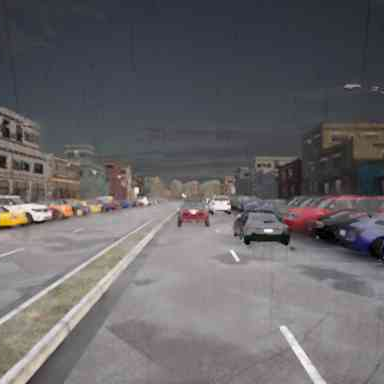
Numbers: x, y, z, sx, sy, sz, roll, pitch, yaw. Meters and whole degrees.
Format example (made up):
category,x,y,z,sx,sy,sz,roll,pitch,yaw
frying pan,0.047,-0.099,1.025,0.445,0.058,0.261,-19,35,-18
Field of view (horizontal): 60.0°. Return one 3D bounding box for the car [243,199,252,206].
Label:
category,x,y,z,sx,sy,sz,roll,pitch,yaw
car,7.630,1.622,31.060,5.008,1.535,2.097,0,-1,0

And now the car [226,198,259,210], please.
category,x,y,z,sx,sy,sz,roll,pitch,yaw
car,7.602,1.822,50.360,4.553,1.767,2.185,0,-1,0

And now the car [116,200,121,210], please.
category,x,y,z,sx,sy,sz,roll,pitch,yaw
car,-12.770,1.862,45.302,5.008,1.535,2.097,0,-1,0

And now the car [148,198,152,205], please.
category,x,y,z,sx,sy,sz,roll,pitch,yaw
car,-12.739,2.215,75.996,5.566,2.045,2.435,0,-1,0

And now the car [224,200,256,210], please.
category,x,y,z,sx,sy,sz,roll,pitch,yaw
car,7.662,2.027,53.114,4.792,1.488,2.163,0,-1,0

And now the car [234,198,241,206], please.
category,x,y,z,sx,sy,sz,roll,pitch,yaw
car,7.632,1.797,39.330,4.674,1.452,2.002,0,-1,0

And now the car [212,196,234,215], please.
category,x,y,z,sx,sy,sz,roll,pitch,yaw
car,3.095,1.477,37.962,2.150,2.045,5.566,0,-1,0

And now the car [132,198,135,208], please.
category,x,y,z,sx,sy,sz,roll,pitch,yaw
car,-12.751,2.071,56.542,4.892,1.521,2.231,0,-1,0

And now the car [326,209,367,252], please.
category,x,y,z,sx,sy,sz,roll,pitch,yaw
car,7.667,1.489,11.778,4.792,1.488,2.163,0,0,0

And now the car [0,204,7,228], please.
category,x,y,z,sx,sy,sz,roll,pitch,yaw
car,-12.812,1.503,17.529,4.674,1.452,2.002,0,0,0

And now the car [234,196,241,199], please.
category,x,y,z,sx,sy,sz,roll,pitch,yaw
car,7.662,1.552,42.092,5.566,2.045,2.435,0,-1,0

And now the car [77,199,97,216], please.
category,x,y,z,sx,sy,sz,roll,pitch,yaw
car,-12.791,1.673,34.313,4.892,1.521,2.231,0,-1,0

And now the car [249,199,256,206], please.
category,x,y,z,sx,sy,sz,roll,pitch,yaw
car,7.451,1.540,25.548,5.366,1.575,1.946,0,-1,0

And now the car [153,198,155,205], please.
category,x,y,z,sx,sy,sz,roll,pitch,yaw
car,-12.666,2.679,84.325,4.792,1.488,2.163,0,-1,0

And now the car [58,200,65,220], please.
category,x,y,z,sx,sy,sz,roll,pitch,yaw
car,-12.798,1.580,25.855,4.674,1.452,2.002,0,-1,0

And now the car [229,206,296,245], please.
category,x,y,z,sx,sy,sz,roll,pitch,yaw
car,3.098,1.549,15.467,1.994,1.385,4.181,0,0,0

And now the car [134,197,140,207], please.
category,x,y,z,sx,sy,sz,roll,pitch,yaw
car,-12.765,2.206,61.974,4.792,1.488,2.163,0,-1,0

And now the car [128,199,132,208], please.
category,x,y,z,sx,sy,sz,roll,pitch,yaw
car,-12.745,2.018,53.764,5.008,1.535,2.097,0,-1,0

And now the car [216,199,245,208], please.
category,x,y,z,sx,sy,sz,roll,pitch,yaw
car,7.445,2.210,64.141,5.366,1.575,1.946,0,-1,0

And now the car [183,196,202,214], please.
category,x,y,z,sx,sy,sz,roll,pitch,yaw
car,0.088,1.530,41.122,2.150,2.045,5.566,0,-1,0

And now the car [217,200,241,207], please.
category,x,y,z,sx,sy,sz,roll,pitch,yaw
car,7.653,2.357,69.659,4.792,1.488,2.163,0,-1,0

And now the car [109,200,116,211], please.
category,x,y,z,sx,sy,sz,roll,pitch,yaw
car,-12.741,1.843,42.524,4.792,1.488,2.163,0,-1,0

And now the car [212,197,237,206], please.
category,x,y,z,sx,sy,sz,roll,pitch,yaw
car,7.578,2.257,77.933,5.566,2.045,2.435,0,-1,0

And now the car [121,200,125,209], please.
category,x,y,z,sx,sy,sz,roll,pitch,yaw
car,-12.754,1.914,48.082,4.892,1.521,2.231,0,-1,0

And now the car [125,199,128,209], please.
category,x,y,z,sx,sy,sz,roll,pitch,yaw
car,-12.784,1.993,50.859,4.792,1.488,2.163,0,-1,0

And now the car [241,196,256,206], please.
category,x,y,z,sx,sy,sz,roll,pitch,yaw
car,7.666,1.542,33.819,4.553,1.767,2.185,0,-1,0

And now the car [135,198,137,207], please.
category,x,y,z,sx,sy,sz,roll,pitch,yaw
car,-12.738,2.162,59.195,4.674,1.452,2.002,0,-1,0

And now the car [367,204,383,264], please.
category,x,y,z,sx,sy,sz,roll,pitch,yaw
car,7.670,1.334,9.020,4.553,1.767,2.185,0,0,0

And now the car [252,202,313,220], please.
category,x,y,z,sx,sy,sz,roll,pitch,yaw
car,7.633,1.622,28.305,4.674,1.452,2.002,0,-1,0

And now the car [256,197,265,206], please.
category,x,y,z,sx,sy,sz,roll,pitch,yaw
car,7.609,1.263,22.798,5.566,2.045,2.435,0,-1,0

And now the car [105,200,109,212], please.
category,x,y,z,sx,sy,sz,roll,pitch,yaw
car,-12.747,1.640,39.756,4.553,1.767,2.185,0,-1,0

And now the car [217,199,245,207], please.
category,x,y,z,sx,sy,sz,roll,pitch,yaw
car,7.815,2.266,66.904,5.366,1.575,1.946,0,-1,0

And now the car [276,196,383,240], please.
category,x,y,z,sx,sy,sz,roll,pitch,yaw
car,7.609,1.222,17.288,5.566,2.045,2.435,0,0,0

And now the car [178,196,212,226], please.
category,x,y,z,sx,sy,sz,roll,pitch,yaw
car,0.096,1.397,23.859,2.097,1.767,4.553,0,-1,0

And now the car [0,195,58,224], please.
category,x,y,z,sx,sy,sz,roll,pitch,yaw
car,-12.776,1.256,23.084,5.566,2.045,2.435,0,-1,0

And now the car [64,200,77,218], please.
category,x,y,z,sx,sy,sz,roll,pitch,yaw
car,-12.763,1.454,28.635,4.553,1.767,2.185,0,-1,0

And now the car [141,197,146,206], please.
category,x,y,z,sx,sy,sz,roll,pitch,yaw
car,-12.718,2.386,70.308,4.674,1.452,2.002,0,-1,0

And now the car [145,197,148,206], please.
category,x,y,z,sx,sy,sz,roll,pitch,yaw
car,-12.748,2.281,73.181,4.553,1.767,2.185,0,-1,0

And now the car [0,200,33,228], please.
category,x,y,z,sx,sy,sz,roll,pitch,yaw
car,-12.995,1.479,20.303,5.366,1.575,1.946,0,-1,0

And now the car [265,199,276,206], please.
category,x,y,z,sx,sy,sz,roll,pitch,yaw
car,7.609,1.238,20.041,5.566,2.045,2.435,0,-1,0

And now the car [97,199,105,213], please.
category,x,y,z,sx,sy,sz,roll,pitch,yaw
car,-12.965,1.716,37.093,5.366,1.575,1.946,0,-1,0

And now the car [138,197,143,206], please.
category,x,y,z,sx,sy,sz,roll,pitch,yaw
car,-12.737,2.233,64.754,4.892,1.521,2.231,0,-1,0

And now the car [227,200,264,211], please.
category,x,y,z,sx,sy,sz,roll,pitch,yaw
car,7.628,1.898,47.601,5.008,1.535,2.097,0,-1,0

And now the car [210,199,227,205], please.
category,x,y,z,sx,sy,sz,roll,pitch,yaw
car,7.541,2.776,94.471,4.553,1.767,2.185,0,-1,0
